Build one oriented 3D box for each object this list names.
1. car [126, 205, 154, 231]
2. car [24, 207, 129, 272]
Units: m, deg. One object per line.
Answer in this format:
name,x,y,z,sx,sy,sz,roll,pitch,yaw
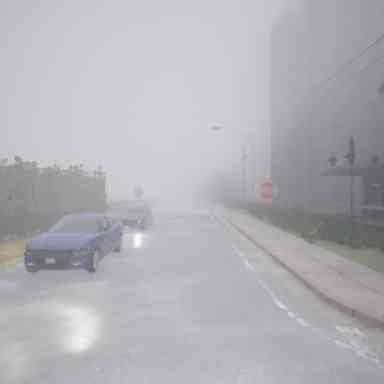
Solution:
car,-3.520,1.532,20.891,2.033,1.411,5.357,0,0,1
car,-3.586,1.470,10.927,1.882,1.535,5.008,0,0,0
